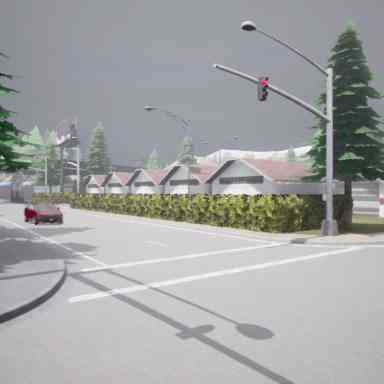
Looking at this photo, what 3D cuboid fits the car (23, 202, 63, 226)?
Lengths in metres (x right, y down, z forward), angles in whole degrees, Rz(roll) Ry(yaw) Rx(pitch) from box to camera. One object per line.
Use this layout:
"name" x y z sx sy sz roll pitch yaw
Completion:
"car" -10.835 1.507 24.123 1.882 1.535 5.008 0 1 -37
